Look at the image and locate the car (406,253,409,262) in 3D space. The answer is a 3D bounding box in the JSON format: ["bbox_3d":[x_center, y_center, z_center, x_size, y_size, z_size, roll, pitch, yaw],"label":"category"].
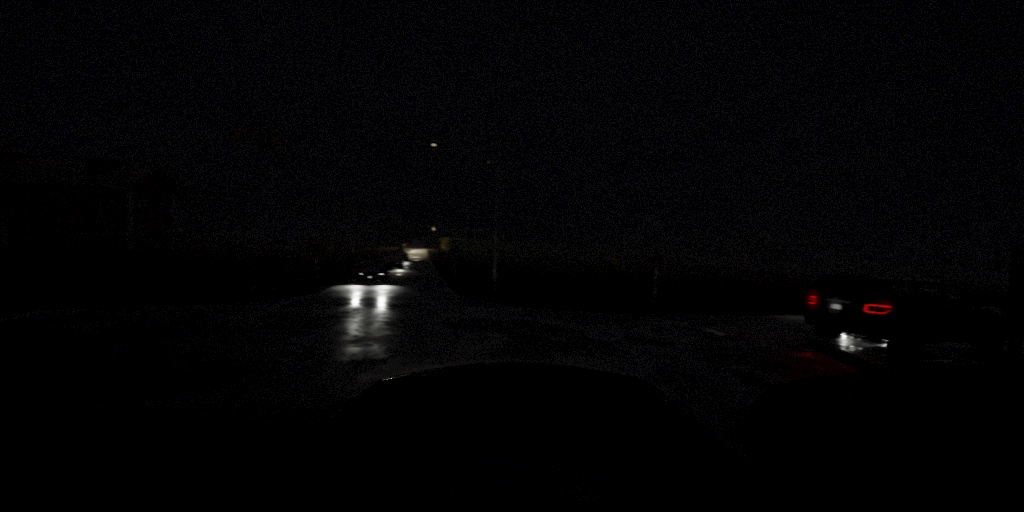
[{"bbox_3d":[-17.393,0.009,56.785,1.812,1.442,4.674,2,1,-14],"label":"car"}]

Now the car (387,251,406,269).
[{"bbox_3d":[-13.255,0.557,40.121,1.882,1.535,5.008,2,1,-14],"label":"car"}]

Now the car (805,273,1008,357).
[{"bbox_3d":[11.587,1.617,10.603,5.566,2.045,2.150,3,1,-14],"label":"car"}]

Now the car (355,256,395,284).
[{"bbox_3d":[-9.135,0.963,23.897,1.837,1.490,4.892,2,1,-14],"label":"car"}]
